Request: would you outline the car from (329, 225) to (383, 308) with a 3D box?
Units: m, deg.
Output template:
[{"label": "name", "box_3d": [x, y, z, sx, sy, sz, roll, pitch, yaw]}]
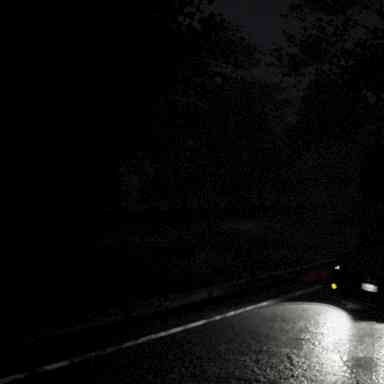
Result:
[{"label": "car", "box_3d": [4.808, 1.354, 7.198, 4.181, 1.385, 1.994, -7, 3, -36]}]
